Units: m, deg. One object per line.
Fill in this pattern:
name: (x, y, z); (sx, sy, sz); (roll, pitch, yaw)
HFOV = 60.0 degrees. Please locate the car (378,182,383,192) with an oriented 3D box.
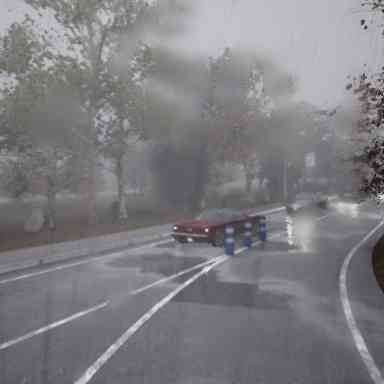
car: (24.636, -0.885, 41.159); (4.902, 1.511, 2.128); (-5, 3, -44)

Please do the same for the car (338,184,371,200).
car: (15.903, -0.037, 32.402); (2.128, 1.511, 4.902); (-1, 3, 44)

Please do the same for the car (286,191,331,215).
car: (8.457, 0.716, 24.036); (2.128, 1.511, 4.902); (0, 3, 40)

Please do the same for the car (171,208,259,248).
car: (1.151, 1.418, 14.306); (1.895, 1.301, 4.718); (0, 2, 34)
